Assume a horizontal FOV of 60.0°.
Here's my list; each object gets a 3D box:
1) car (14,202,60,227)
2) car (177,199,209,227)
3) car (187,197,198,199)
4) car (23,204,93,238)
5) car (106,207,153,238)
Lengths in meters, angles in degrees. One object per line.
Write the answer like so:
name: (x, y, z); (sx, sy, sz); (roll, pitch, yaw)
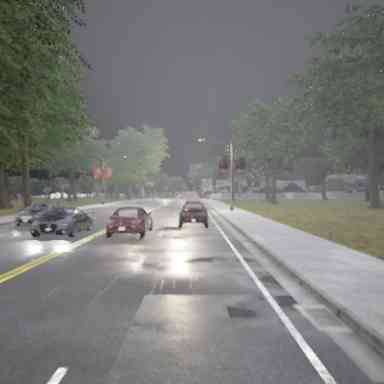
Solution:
car: (-9.848, 1.429, 22.097); (2.128, 1.511, 4.902); (0, 0, 0)
car: (0.100, 1.443, 22.280); (1.837, 1.490, 4.892); (0, 0, 0)
car: (0.101, 1.400, 40.282); (1.882, 1.535, 5.008); (0, 0, 0)
car: (-6.599, 1.512, 17.232); (1.994, 1.385, 4.181); (0, 0, 0)
car: (-3.150, 1.474, 17.244); (1.812, 1.442, 4.674); (0, 0, 0)
